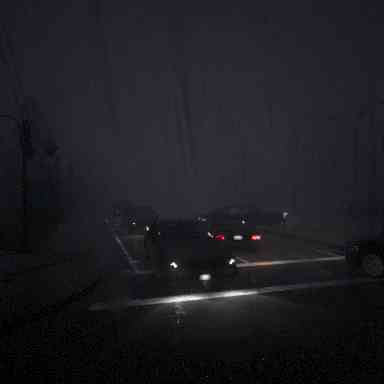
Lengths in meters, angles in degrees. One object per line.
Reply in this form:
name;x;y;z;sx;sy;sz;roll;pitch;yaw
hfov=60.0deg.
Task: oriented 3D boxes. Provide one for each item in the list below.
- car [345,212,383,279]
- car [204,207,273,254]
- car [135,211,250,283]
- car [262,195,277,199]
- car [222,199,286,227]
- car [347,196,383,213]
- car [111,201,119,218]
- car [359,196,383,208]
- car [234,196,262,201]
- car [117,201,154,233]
car;6.534;1.474;8.257;5.008;1.535;1.882;0;0;39
car;1.348;1.537;13.403;2.033;1.411;5.357;0;0;-4
car;-0.370;1.542;10.122;2.033;1.411;5.357;0;0;-15
car;10.314;1.273;47.135;2.152;1.636;5.027;0;0;-17
car;2.840;1.465;19.907;5.357;1.411;2.033;-3;1;-15
car;15.578;1.353;29.226;1.970;1.475;3.806;0;0;-17
car;-6.280;1.513;30.103;2.033;1.411;5.357;0;0;-17
car;23.875;1.269;43.219;1.845;1.501;3.633;0;0;-17
car;7.327;1.284;46.177;2.007;1.523;4.514;0;0;-17
car;-3.111;1.528;19.954;2.033;1.411;5.357;0;0;-17
